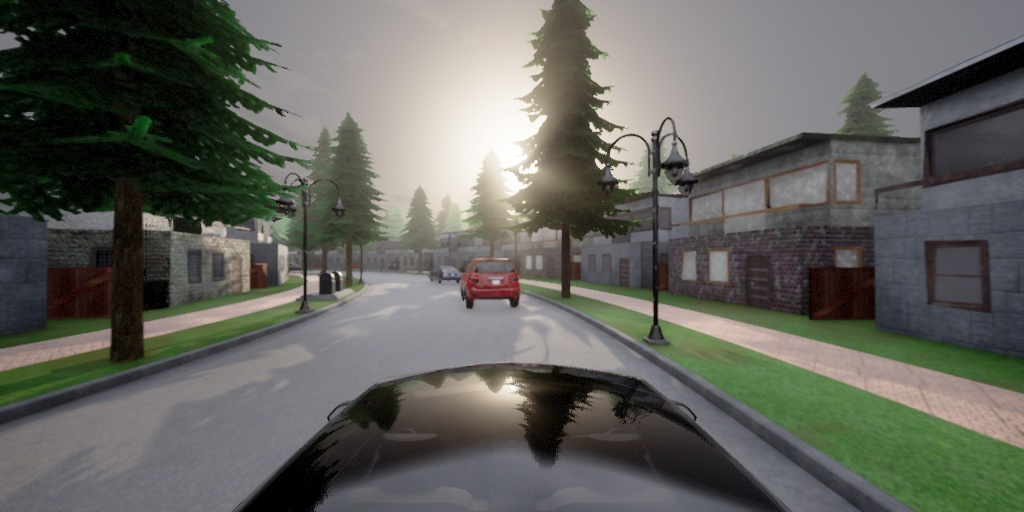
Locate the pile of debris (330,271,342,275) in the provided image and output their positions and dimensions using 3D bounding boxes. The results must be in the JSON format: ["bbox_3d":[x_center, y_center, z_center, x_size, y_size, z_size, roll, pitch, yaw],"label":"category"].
[{"bbox_3d":[-27.085,2.454,56.499,1.860,0.140,1.500,0,0,35],"label":"pile of debris"}]

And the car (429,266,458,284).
[{"bbox_3d":[-5.763,1.572,30.777,2.033,1.411,5.357,0,-1,-25],"label":"car"}]

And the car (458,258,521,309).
[{"bbox_3d":[-1.106,1.102,16.170,2.150,2.045,5.566,0,0,-11],"label":"car"}]
